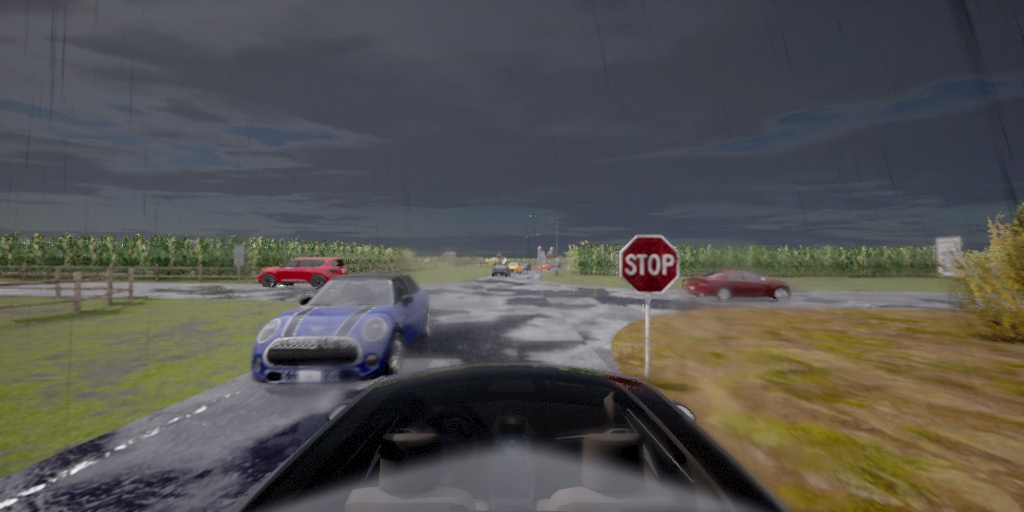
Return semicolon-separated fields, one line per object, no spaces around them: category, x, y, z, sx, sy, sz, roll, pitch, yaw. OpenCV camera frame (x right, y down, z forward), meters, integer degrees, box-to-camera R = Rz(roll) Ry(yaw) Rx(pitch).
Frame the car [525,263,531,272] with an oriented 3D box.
car;2.193;1.952;63.113;2.128;1.511;4.902;0;-1;12

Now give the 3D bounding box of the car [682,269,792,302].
car;11.598;1.488;18.399;5.008;1.535;1.882;0;-2;-6

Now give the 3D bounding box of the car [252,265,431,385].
car;-3.031;1.163;7.405;2.097;1.767;4.553;0;-1;-3

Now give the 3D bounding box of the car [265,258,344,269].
car;-13.963;1.133;24.181;5.566;2.045;2.150;0;-1;3

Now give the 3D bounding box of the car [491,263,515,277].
car;-1.221;1.763;43.087;2.033;1.411;5.357;0;-1;6

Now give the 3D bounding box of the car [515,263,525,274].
car;0.221;1.811;53.060;1.882;1.535;5.008;0;-1;10
